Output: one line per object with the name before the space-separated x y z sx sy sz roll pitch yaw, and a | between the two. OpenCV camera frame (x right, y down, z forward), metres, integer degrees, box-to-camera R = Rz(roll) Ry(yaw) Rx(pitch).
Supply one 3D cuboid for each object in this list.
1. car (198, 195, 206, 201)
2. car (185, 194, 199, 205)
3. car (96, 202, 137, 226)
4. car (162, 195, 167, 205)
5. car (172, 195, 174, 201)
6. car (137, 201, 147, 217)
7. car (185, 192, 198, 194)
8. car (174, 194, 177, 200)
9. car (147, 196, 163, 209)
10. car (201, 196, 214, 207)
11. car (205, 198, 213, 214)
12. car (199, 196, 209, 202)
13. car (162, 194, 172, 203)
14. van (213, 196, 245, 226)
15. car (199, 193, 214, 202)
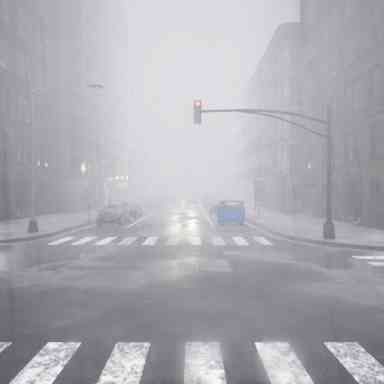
car | 2.614 1.531 85.681 1.947 1.339 4.313 0 0 0
car | 0.088 1.512 57.266 1.812 1.442 4.674 0 0 0
car | -5.395 1.549 23.176 2.008 1.369 4.403 0 0 0
car | -5.402 1.556 51.586 1.947 1.339 4.313 0 0 0
car | -5.407 1.293 68.631 2.192 1.841 5.009 0 0 0
car | -5.396 1.543 28.858 1.887 1.381 4.507 0 0 0
car | 0.076 1.331 67.096 2.097 1.767 4.553 0 0 -2
car | -5.410 1.409 79.995 1.967 1.590 4.097 0 0 0
car | -5.401 1.520 45.734 1.752 1.417 4.829 0 0 0
car | 2.625 1.576 45.912 1.802 1.307 4.206 0 0 0
car | 2.628 1.580 34.549 1.802 1.307 4.206 0 0 0
car | 2.617 1.524 74.319 2.008 1.369 4.403 0 0 0
car | -5.405 1.548 62.949 1.947 1.339 4.313 0 0 0
van | 2.630 1.340 23.187 1.690 1.788 3.998 0 0 0
car | 2.623 1.305 51.594 2.192 1.841 5.009 0 0 0
